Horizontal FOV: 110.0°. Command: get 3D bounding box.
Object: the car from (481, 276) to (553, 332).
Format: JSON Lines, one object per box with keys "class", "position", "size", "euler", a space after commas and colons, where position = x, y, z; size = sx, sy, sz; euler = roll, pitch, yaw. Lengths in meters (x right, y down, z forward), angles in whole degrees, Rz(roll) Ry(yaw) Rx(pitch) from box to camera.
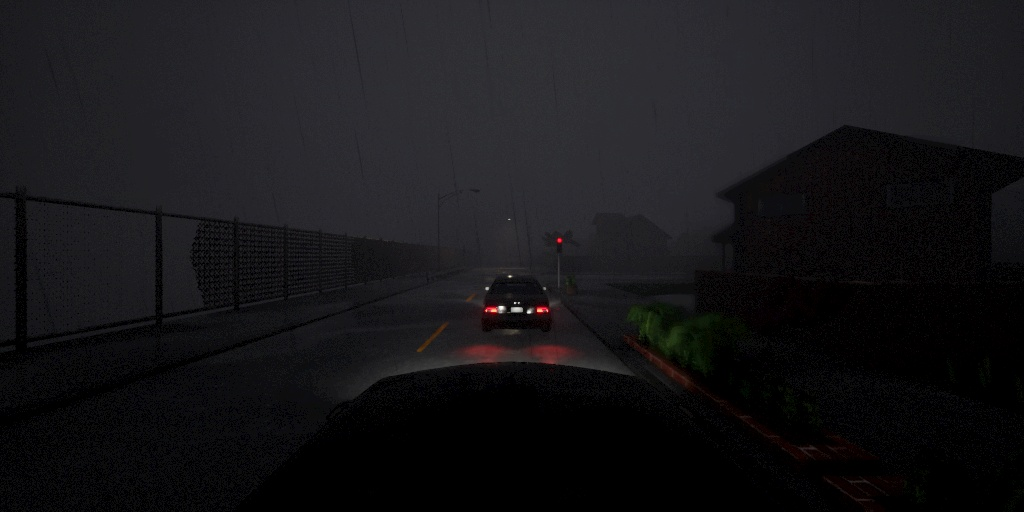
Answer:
{"class": "car", "position": [0.118, 1.297, 10.852], "size": [2.033, 1.411, 5.357], "euler": [0, 0, 0]}
